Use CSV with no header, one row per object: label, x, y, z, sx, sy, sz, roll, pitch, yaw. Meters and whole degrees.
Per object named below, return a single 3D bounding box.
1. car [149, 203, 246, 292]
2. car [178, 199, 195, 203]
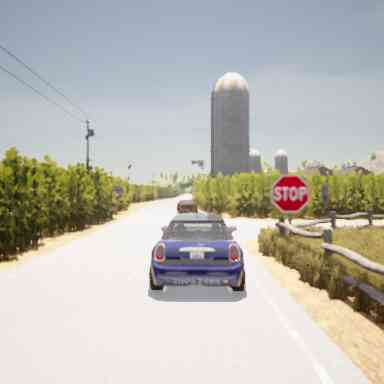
car,0.184,1.340,9.070,2.097,1.767,4.553,0,0,2
car,-0.560,1.432,32.030,1.882,1.535,5.008,0,0,-3
